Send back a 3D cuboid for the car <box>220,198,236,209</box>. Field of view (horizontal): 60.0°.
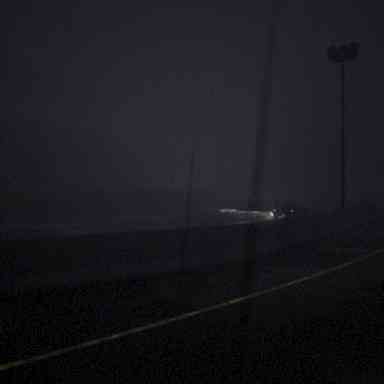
[{"bbox_3d":[5.373,1.546,45.028,2.033,1.411,5.357,0,0,21],"label":"car"}]

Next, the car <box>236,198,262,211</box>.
[{"bbox_3d":[7.308,1.499,40.774,1.837,1.490,4.892,0,0,24],"label":"car"}]

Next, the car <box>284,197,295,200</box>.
[{"bbox_3d":[10.769,1.592,39.905,1.895,1.301,4.718,0,0,24],"label":"car"}]

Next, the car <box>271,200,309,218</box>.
[{"bbox_3d":[8.573,1.593,28.734,1.895,1.301,4.718,0,0,33],"label":"car"}]

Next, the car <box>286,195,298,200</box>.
[{"bbox_3d":[20.226,1.314,68.269,1.994,1.385,4.181,0,0,1],"label":"car"}]
